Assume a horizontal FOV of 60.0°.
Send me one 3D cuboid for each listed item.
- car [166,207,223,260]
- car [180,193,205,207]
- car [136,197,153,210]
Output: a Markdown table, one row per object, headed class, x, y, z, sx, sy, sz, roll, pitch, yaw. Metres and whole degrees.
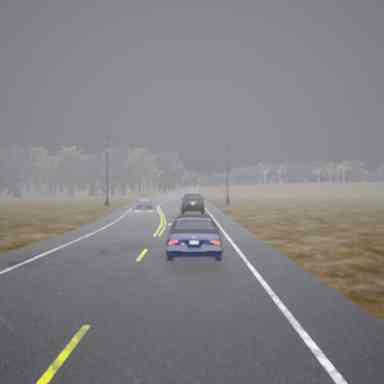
| class | x | y | z | sx | sy | sz | roll | pitch | yaw |
| --- | --- | --- | --- | --- | --- | --- | --- | --- | --- |
| car | 0.074 | 1.513 | 12.191 | 2.033 | 1.411 | 5.357 | 0 | 0 | 0 |
| car | 0.072 | 1.131 | 31.694 | 2.150 | 2.045 | 5.566 | 0 | 0 | 0 |
| car | -5.869 | 1.393 | 40.951 | 1.812 | 1.442 | 4.674 | 0 | 0 | -6 |
